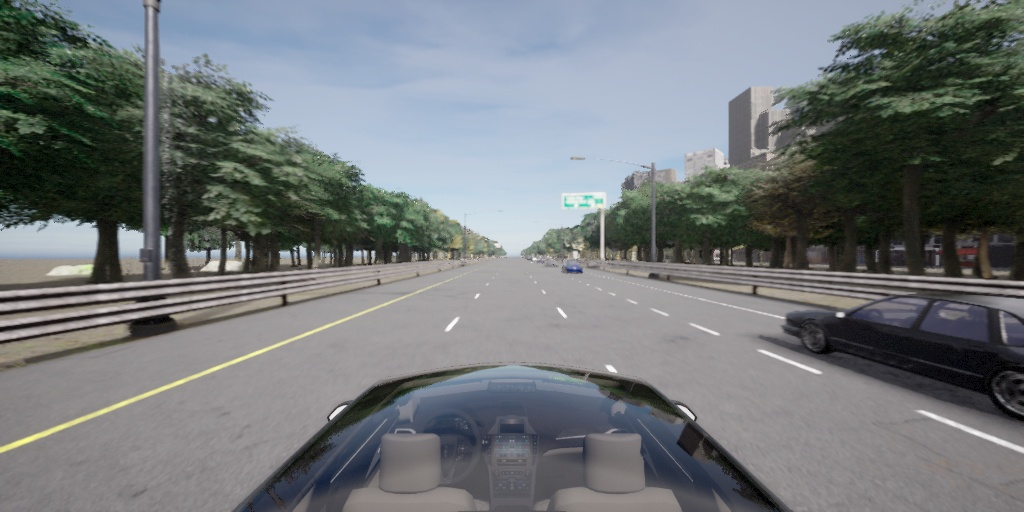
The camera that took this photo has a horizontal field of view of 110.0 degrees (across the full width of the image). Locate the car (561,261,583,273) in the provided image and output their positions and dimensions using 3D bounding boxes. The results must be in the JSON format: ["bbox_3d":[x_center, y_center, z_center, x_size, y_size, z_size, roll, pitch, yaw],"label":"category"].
[{"bbox_3d":[7.096,1.304,42.661,1.994,1.385,4.181,0,0,0],"label":"car"}]

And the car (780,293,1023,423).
[{"bbox_3d":[7.002,1.301,5.632,2.033,1.411,5.357,0,0,0],"label":"car"}]
